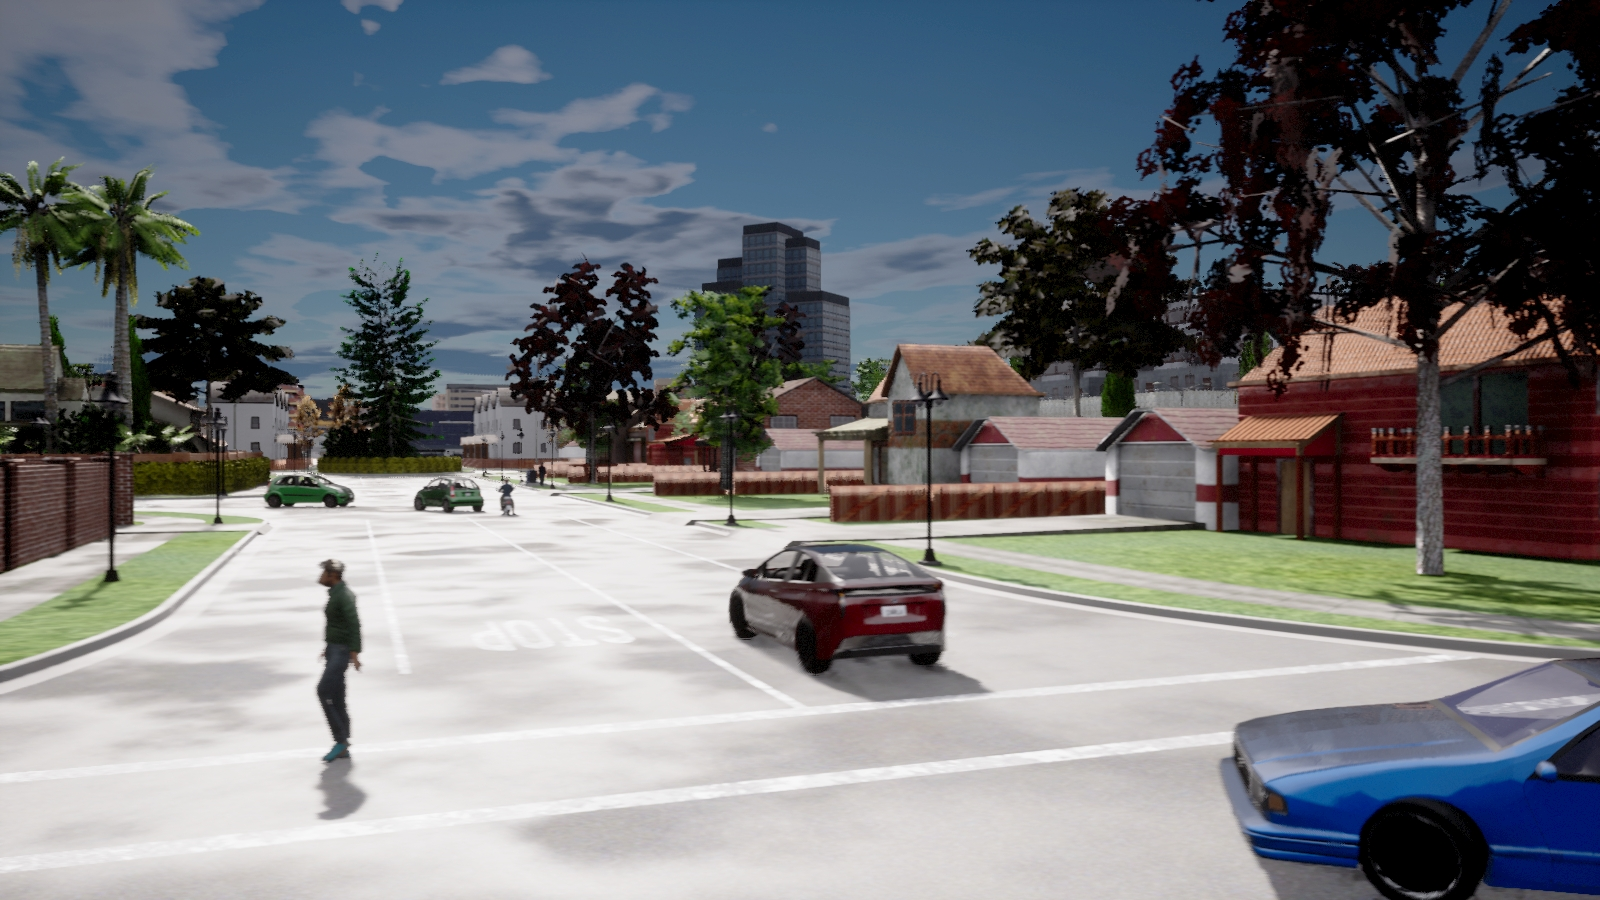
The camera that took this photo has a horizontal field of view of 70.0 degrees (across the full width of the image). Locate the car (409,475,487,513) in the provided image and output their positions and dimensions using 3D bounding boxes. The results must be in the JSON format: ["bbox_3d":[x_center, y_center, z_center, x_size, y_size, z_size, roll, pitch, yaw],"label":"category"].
[{"bbox_3d":[-16.441,2.039,53.335,1.851,1.617,3.988,0,0,-45],"label":"car"}]

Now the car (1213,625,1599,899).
[{"bbox_3d":[5.585,2.086,7.339,5.357,1.411,2.033,0,0,15],"label":"car"}]

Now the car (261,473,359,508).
[{"bbox_3d":[-23.991,1.985,56.006,3.988,1.617,1.851,0,0,0],"label":"car"}]

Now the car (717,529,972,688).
[{"bbox_3d":[0.425,2.049,16.015,2.007,1.525,4.514,0,0,-20],"label":"car"}]

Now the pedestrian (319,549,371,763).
[{"bbox_3d":[-4.152,1.857,10.420,0.375,1.860,0.375,0,0,-33],"label":"pedestrian"}]

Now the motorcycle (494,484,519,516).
[{"bbox_3d":[-12.813,2.162,49.843,0.856,1.341,1.805,0,0,-22],"label":"motorcycle"}]
